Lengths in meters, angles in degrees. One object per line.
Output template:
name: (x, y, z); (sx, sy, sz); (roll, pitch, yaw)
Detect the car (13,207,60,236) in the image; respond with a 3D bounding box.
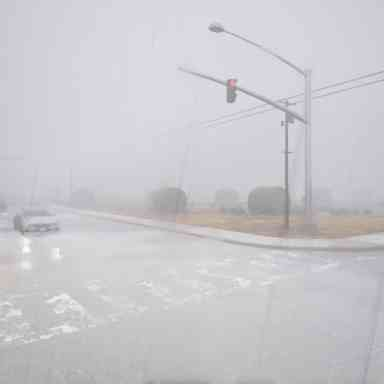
car: (-8.882, 1.586, 18.809); (1.812, 1.442, 4.674); (0, 1, -35)

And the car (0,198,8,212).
car: (-22.580, 1.420, 38.565); (1.882, 1.535, 5.008); (0, 0, -35)
